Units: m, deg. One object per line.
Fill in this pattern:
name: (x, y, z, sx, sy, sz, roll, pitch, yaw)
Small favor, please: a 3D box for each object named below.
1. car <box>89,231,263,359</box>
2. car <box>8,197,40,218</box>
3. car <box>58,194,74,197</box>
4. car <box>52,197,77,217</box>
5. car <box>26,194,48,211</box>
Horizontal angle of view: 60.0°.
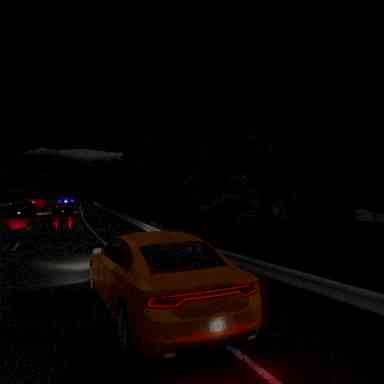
car: (-0.725, 1.478, 6.312, 1.882, 1.535, 5.008, 0, 0, -25)
car: (-15.288, 1.505, 30.091, 1.837, 1.490, 4.892, 0, 0, -20)
car: (-15.587, 1.221, 41.379, 2.150, 2.045, 5.566, 0, 0, -19)
car: (-12.119, 1.491, 31.495, 2.128, 1.511, 4.902, 0, 0, -19)
car: (-18.747, 1.221, 39.971, 2.150, 2.045, 5.566, 0, 0, -19)
